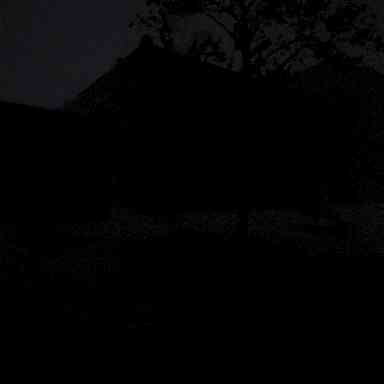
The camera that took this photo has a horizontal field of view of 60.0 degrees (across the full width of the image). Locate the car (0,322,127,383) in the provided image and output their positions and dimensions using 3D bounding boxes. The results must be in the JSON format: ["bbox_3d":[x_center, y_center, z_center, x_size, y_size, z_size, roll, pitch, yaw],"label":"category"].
[{"bbox_3d":[-2.366,1.564,1.691,4.181,1.385,1.994,0,0,-35],"label":"car"}]
